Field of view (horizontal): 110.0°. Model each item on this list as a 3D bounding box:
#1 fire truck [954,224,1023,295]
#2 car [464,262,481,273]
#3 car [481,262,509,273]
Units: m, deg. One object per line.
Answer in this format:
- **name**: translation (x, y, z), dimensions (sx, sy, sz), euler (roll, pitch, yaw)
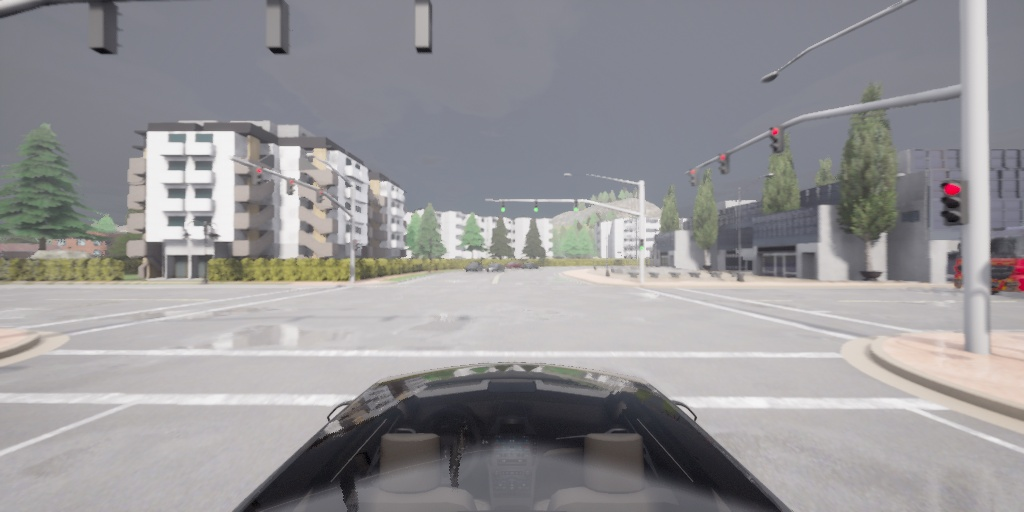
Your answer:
- **fire truck**: translation (28.340, 0.197, 18.236), dimensions (8.468, 3.827, 2.891), euler (0, -1, 2)
- **car**: translation (-5.645, 1.731, 54.019), dimensions (1.837, 1.490, 4.892), euler (0, 0, 13)
- **car**: translation (-2.445, 1.698, 52.311), dimensions (2.128, 1.511, 4.902), euler (0, 0, 12)
